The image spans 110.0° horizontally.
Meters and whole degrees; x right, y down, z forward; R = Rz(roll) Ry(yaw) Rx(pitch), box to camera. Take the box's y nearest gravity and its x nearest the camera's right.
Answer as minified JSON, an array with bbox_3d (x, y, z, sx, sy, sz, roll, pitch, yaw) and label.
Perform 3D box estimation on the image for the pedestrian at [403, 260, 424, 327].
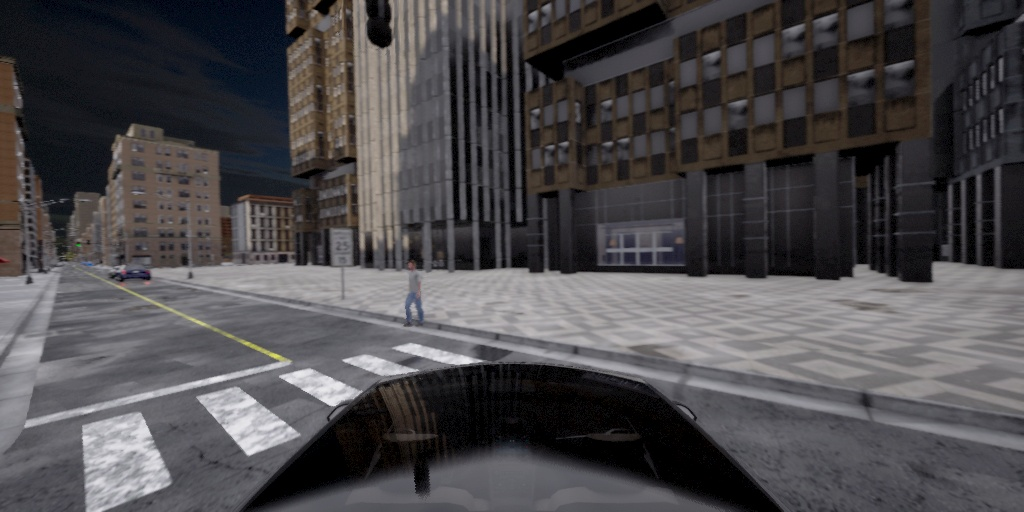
[{"bbox_3d":[-2.642,0.996,9.661,0.375,1.860,0.375,-1,1,39],"label":"pedestrian"}]

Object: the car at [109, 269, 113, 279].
[{"bbox_3d":[-44.959,1.863,41.424,4.181,1.385,1.994,-1,1,38],"label":"car"}]

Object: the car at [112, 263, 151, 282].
[{"bbox_3d":[-37.271,1.548,35.268,4.553,1.767,2.097,-1,1,39],"label":"car"}]
